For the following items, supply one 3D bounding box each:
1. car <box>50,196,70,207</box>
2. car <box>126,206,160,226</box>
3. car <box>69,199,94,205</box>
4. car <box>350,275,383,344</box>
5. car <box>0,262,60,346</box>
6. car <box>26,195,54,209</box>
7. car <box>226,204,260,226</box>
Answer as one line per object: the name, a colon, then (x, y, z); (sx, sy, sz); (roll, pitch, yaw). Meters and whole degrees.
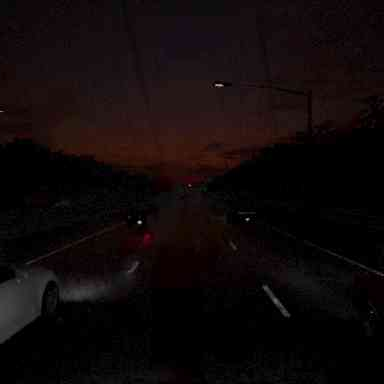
car: (-17.581, 1.721, 46.376); (1.812, 1.442, 4.674); (0, 0, 0)
car: (-3.401, 1.692, 23.867); (1.895, 1.301, 4.718); (0, 0, 0)
car: (-14.086, 1.707, 43.749); (1.812, 1.442, 4.674); (0, 0, 0)
car: (3.600, 1.614, 3.513); (1.895, 1.301, 4.718); (0, 0, 0)
car: (-3.400, 1.542, 4.364); (1.812, 1.442, 4.674); (0, 0, 0)
car: (-21.076, 1.422, 46.839); (2.150, 2.045, 5.566); (0, -1, 0)
car: (3.599, 1.584, 24.028); (2.128, 1.511, 4.902); (0, 0, 0)
